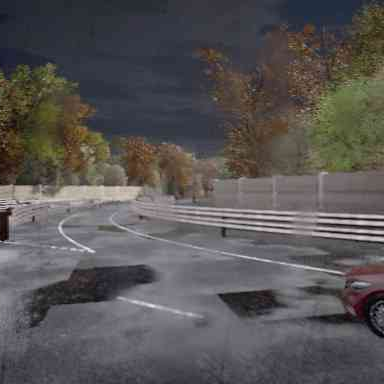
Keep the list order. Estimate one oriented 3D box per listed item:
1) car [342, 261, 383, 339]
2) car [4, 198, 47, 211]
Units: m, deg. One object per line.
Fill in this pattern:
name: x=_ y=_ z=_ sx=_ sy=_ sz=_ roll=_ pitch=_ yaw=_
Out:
car: x=4.675 y=1.461 z=4.691 sx=4.674 sy=1.442 sz=1.812 roll=0 pitch=0 yaw=36
car: x=-20.706 y=1.507 z=41.476 sx=1.882 sy=1.535 sz=5.008 roll=0 pitch=0 yaw=42
